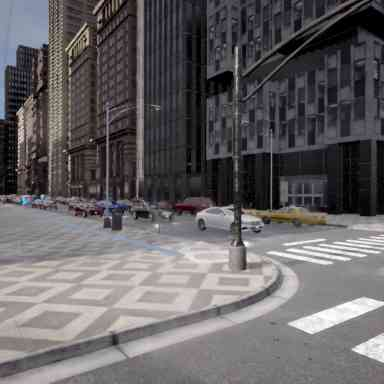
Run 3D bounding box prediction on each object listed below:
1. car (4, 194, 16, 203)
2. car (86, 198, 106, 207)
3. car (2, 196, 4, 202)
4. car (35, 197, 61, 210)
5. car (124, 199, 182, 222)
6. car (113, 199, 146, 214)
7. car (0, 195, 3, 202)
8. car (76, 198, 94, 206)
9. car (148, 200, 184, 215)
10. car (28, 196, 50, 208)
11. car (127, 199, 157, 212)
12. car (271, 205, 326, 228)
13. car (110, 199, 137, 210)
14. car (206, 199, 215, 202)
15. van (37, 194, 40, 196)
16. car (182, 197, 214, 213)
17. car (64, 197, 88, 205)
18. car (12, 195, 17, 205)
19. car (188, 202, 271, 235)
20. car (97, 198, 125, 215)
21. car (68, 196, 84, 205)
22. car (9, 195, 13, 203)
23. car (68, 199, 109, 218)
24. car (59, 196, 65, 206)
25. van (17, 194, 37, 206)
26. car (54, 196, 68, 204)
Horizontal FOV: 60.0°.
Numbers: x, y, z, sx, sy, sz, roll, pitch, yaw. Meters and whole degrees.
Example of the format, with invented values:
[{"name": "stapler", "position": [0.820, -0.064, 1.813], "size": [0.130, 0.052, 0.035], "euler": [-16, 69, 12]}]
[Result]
[{"name": "car", "position": [-38.976, 1.528, 72.646], "size": [2.192, 1.841, 5.009], "euler": [0, 0, -35]}, {"name": "car", "position": [-15.851, 1.726, 54.712], "size": [1.947, 1.339, 4.313], "euler": [0, 0, -35]}, {"name": "car", "position": [-42.211, 1.812, 77.219], "size": [1.802, 1.307, 4.206], "euler": [0, 0, -35]}, {"name": "car", "position": [-19.568, 1.695, 45.202], "size": [1.802, 1.307, 4.206], "euler": [0, 0, -35]}, {"name": "car", "position": [-3.262, 1.547, 26.764], "size": [2.128, 1.511, 4.902], "euler": [0, 0, -35]}, {"name": "car", "position": [-7.133, 1.602, 37.777], "size": [1.837, 1.490, 4.892], "euler": [0, 0, -35]}, {"name": "car", "position": [-45.445, 1.688, 81.793], "size": [1.967, 1.590, 4.097], "euler": [0, 0, -35]}, {"name": "car", "position": [-19.086, 1.758, 59.285], "size": [1.802, 1.307, 4.206], "euler": [0, 0, -35]}, {"name": "car", "position": [-2.913, 1.642, 36.417], "size": [1.887, 1.381, 4.507], "euler": [0, 0, -35]}, {"name": "car", "position": [-22.802, 1.711, 49.776], "size": [1.802, 1.307, 4.206], "euler": [0, 0, -35]}, {"name": "car", "position": [-6.246, 1.639, 41.130], "size": [1.752, 1.417, 4.829], "euler": [0, 0, -35]}, {"name": "car", "position": [6.692, 1.578, 22.836], "size": [1.752, 1.417, 4.829], "euler": [0, 0, -35]}, {"name": "car", "position": [-9.383, 1.679, 45.565], "size": [2.008, 1.369, 4.403], "euler": [0, 0, -35]}, {"name": "car", "position": [3.457, 1.593, 27.409], "size": [1.752, 1.417, 4.829], "euler": [0, 0, -35]}, {"name": "van", "position": [-38.494, 1.620, 86.727], "size": [1.690, 1.788, 3.998], "euler": [0, 0, -35]}, {"name": "car", "position": [0.321, 1.398, 31.844], "size": [2.192, 1.841, 5.009], "euler": [0, 0, -35]}, {"name": "car", "position": [-14.392, 1.673, 42.562], "size": [1.994, 1.385, 4.181], "euler": [0, 0, -37]}, {"name": "car", "position": [-32.408, 1.704, 63.359], "size": [1.752, 1.417, 4.829], "euler": [0, 0, -35]}, {"name": "car", "position": [2.023, 1.557, 19.251], "size": [1.812, 1.442, 4.674], "euler": [0, 0, -37]}, {"name": "car", "position": [-8.705, 1.559, 34.473], "size": [1.882, 1.535, 5.008], "euler": [0, 0, -35]}, {"name": "car", "position": [-22.320, 1.633, 63.859], "size": [1.967, 1.590, 4.097], "euler": [0, 0, -35]}, {"name": "car", "position": [-35.741, 1.778, 68.071], "size": [1.802, 1.307, 4.206], "euler": [0, 0, -35]}, {"name": "car", "position": [-9.864, 1.612, 31.481], "size": [1.887, 1.381, 4.507], "euler": [0, 0, -35]}, {"name": "car", "position": [-23.001, 1.776, 60.213], "size": [1.895, 1.301, 4.718], "euler": [0, 0, -35]}, {"name": "van", "position": [-29.272, 1.503, 58.924], "size": [1.690, 1.788, 3.998], "euler": [0, 0, -35]}, {"name": "car", "position": [-28.789, 1.667, 73.006], "size": [1.967, 1.590, 4.097], "euler": [0, 0, -35]}]
